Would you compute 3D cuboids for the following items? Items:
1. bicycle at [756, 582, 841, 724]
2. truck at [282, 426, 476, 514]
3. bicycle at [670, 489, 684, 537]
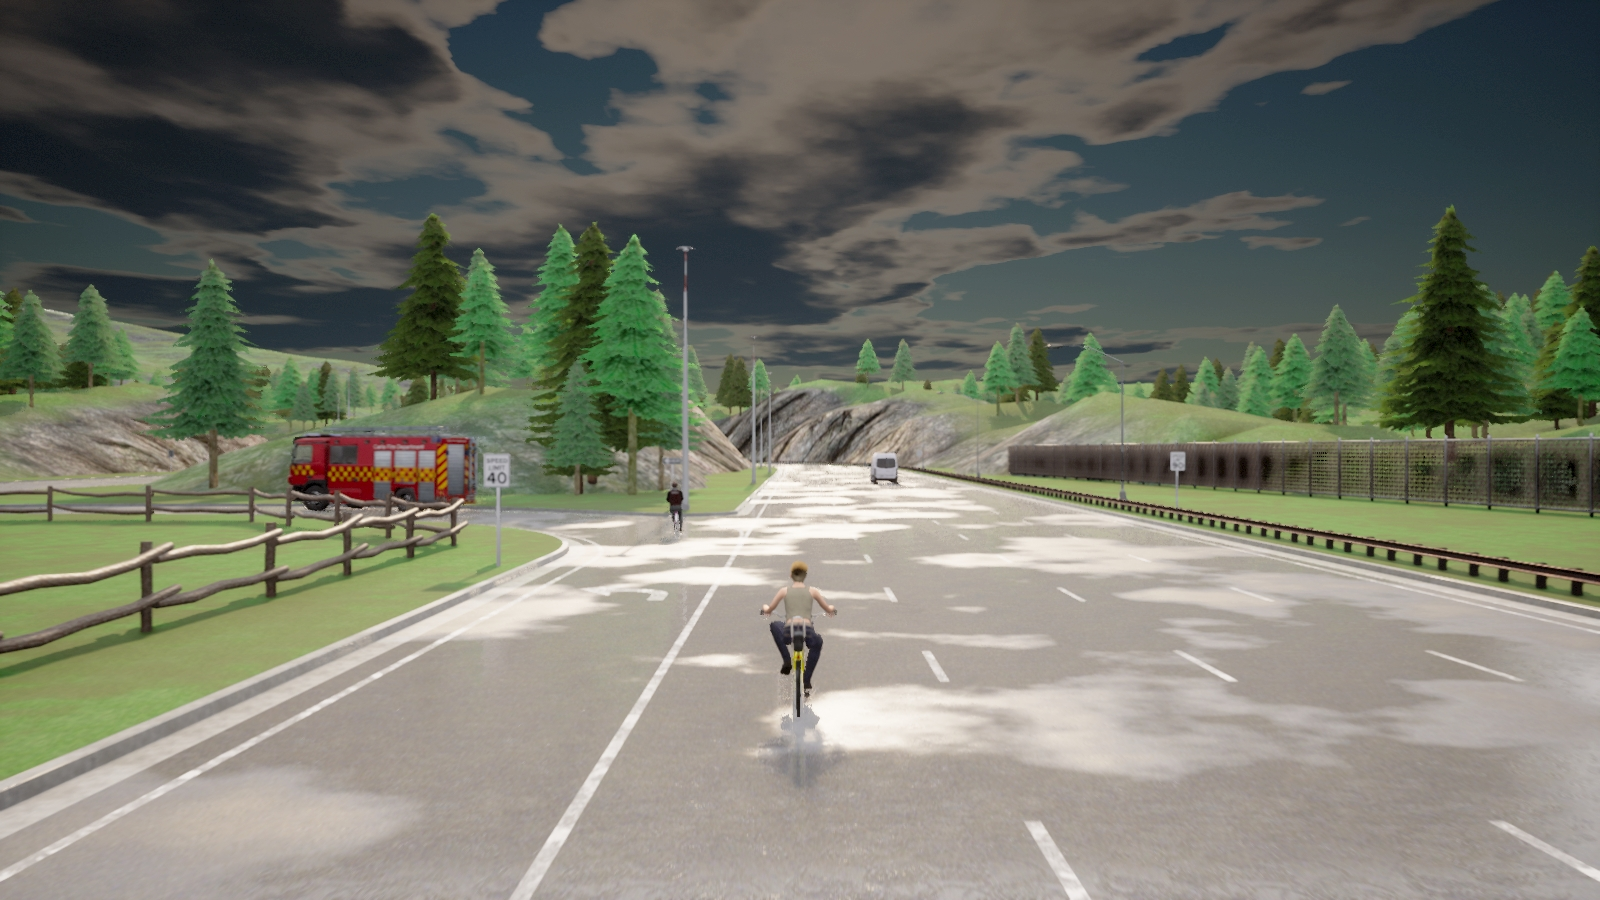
[{"bbox_3d":[-0.014,2.155,12.381,0.859,1.276,1.487,0,0,0],"label":"bicycle"},{"bbox_3d":[-19.277,0.881,52.272,8.468,3.827,2.891,0,0,20],"label":"truck"},{"bbox_3d":[-4.051,2.054,37.492,0.329,1.471,1.835,-3,1,-8],"label":"bicycle"}]
